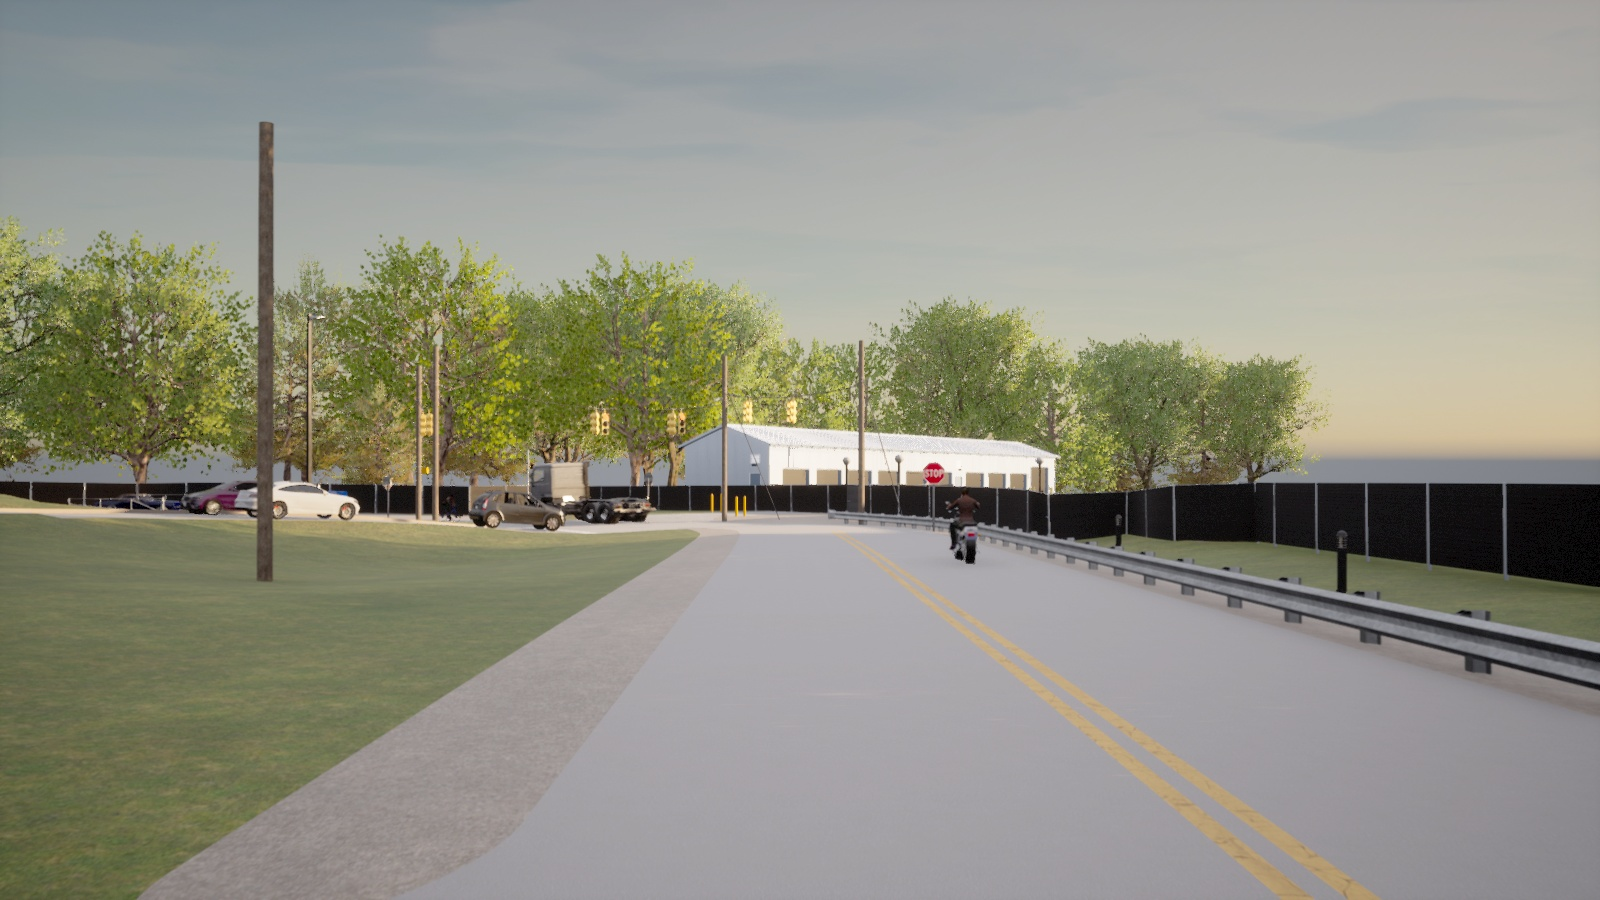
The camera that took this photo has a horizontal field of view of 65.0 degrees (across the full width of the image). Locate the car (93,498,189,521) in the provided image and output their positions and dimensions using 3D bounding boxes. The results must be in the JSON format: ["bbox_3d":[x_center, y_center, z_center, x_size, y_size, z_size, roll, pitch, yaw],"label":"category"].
[{"bbox_3d":[-39.191,3.542,74.785,4.718,1.301,1.895,0,0,-3],"label":"car"}]

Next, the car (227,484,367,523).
[{"bbox_3d":[-19.343,2.084,48.483,1.812,1.442,4.674,-1,-3,39],"label":"car"}]

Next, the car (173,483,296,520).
[{"bbox_3d":[-23.168,2.130,51.570,1.816,1.474,4.193,-1,-3,43],"label":"car"}]

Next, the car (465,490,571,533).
[{"bbox_3d":[-12.200,2.649,54.403,3.988,1.617,1.851,5,-3,-33],"label":"car"}]

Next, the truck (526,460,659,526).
[{"bbox_3d":[-11.797,2.416,70.853,7.936,3.462,2.891,-2,0,40],"label":"truck"}]

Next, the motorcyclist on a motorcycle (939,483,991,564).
[{"bbox_3d":[3.491,1.541,26.743,0.766,1.649,2.350,0,-2,0],"label":"motorcyclist on a motorcycle"}]
